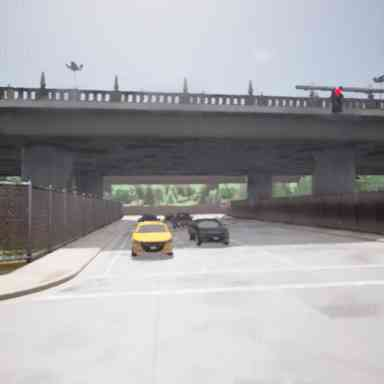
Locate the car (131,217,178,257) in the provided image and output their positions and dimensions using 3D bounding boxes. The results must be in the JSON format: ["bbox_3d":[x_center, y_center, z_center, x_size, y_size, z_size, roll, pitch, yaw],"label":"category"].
[{"bbox_3d":[-2.029,2.273,16.997,1.882,1.535,5.008,0,-2,-8],"label":"car"}]

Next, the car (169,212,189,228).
[{"bbox_3d":[-0.919,2.886,34.523,2.097,1.767,4.553,0,-3,-8],"label":"car"}]

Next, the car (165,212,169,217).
[{"bbox_3d":[-3.250,3.843,52.026,1.882,1.535,5.008,0,-2,-8],"label":"car"}]

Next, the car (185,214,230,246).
[{"bbox_3d":[0.981,2.392,20.774,1.882,1.535,5.008,0,-2,-8],"label":"car"}]

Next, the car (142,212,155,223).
[{"bbox_3d":[-6.716,3.890,51.540,1.837,1.490,4.892,0,-3,-8],"label":"car"}]

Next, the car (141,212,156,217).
[{"bbox_3d":[-4.104,2.948,31.994,1.882,1.535,5.008,0,-2,-8],"label":"car"}]
